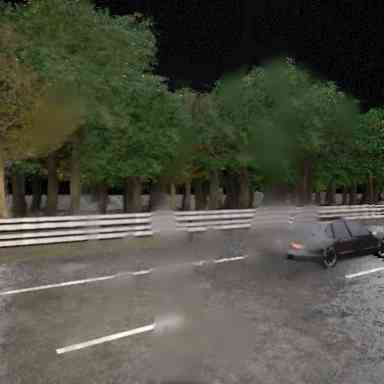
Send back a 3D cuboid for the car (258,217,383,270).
[{"bbox_3d":[4.635,1.559,11.143,5.357,1.411,2.033,0,0,-34],"label":"car"}]
